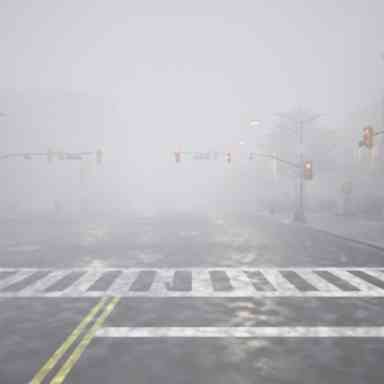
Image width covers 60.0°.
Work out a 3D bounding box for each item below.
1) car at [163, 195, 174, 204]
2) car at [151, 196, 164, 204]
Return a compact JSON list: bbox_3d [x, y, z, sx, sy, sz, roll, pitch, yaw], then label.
[{"bbox_3d":[-6.134,1.860,82.743,2.150,2.045,5.566,0,0,-21],"label":"car"},{"bbox_3d":[-8.573,2.147,79.054,2.033,1.411,5.357,0,0,-14],"label":"car"}]
